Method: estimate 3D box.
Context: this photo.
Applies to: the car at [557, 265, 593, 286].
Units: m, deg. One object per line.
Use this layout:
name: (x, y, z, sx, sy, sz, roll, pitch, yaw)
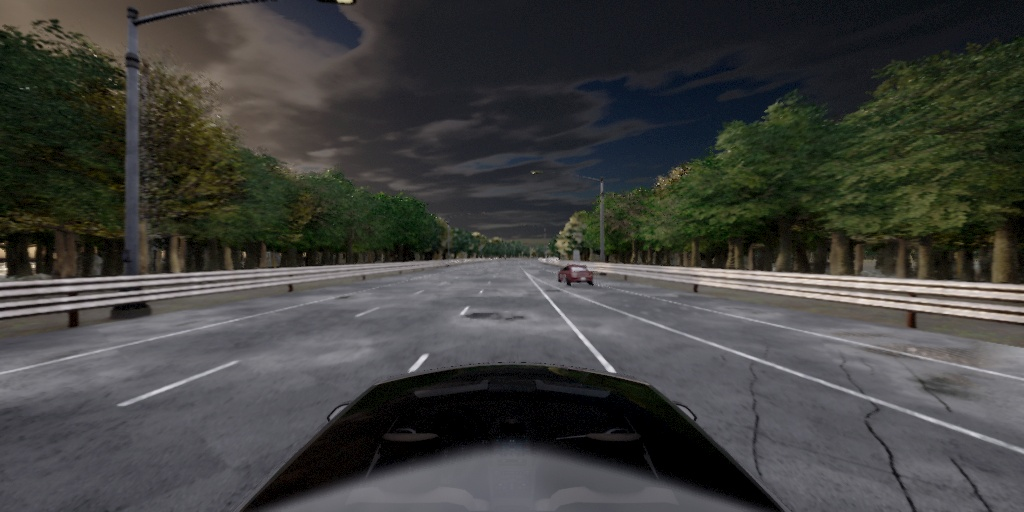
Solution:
car: (4.549, 1.352, 26.075, 1.812, 1.442, 4.674, 0, 0, -4)
